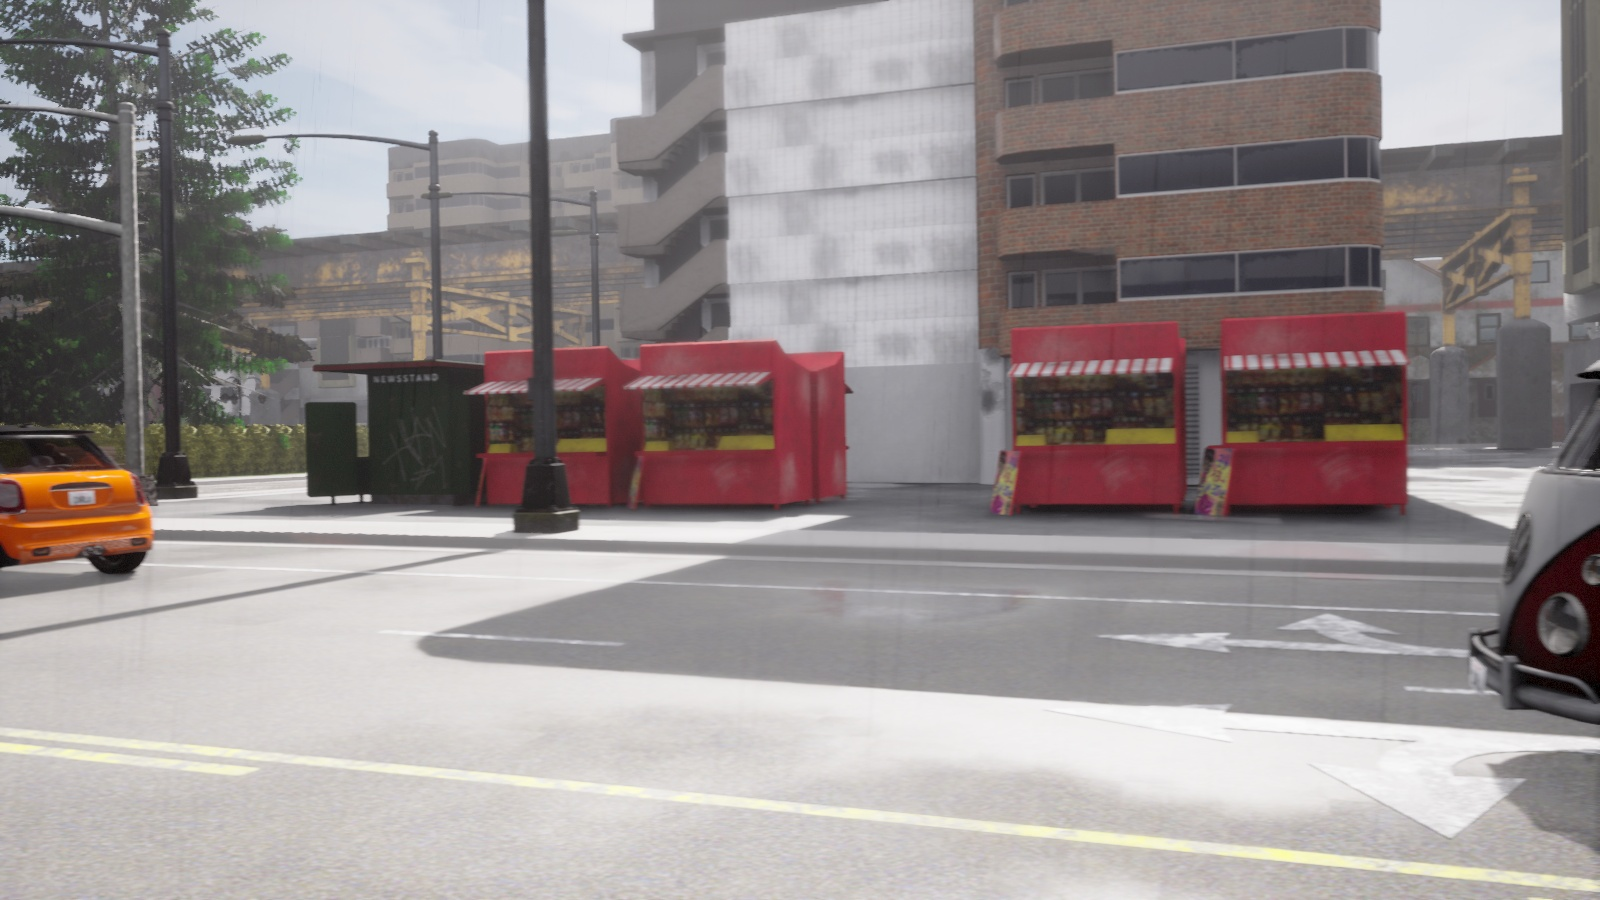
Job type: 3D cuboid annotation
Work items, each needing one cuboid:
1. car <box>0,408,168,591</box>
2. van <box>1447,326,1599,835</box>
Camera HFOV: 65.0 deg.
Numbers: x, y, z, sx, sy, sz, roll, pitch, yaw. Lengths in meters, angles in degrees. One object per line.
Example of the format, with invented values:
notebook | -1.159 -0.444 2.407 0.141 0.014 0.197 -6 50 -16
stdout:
car | -9.581 0.459 13.800 4.553 1.767 2.097 0 1 19
van | 5.265 0.517 5.111 4.442 1.987 1.775 1 1 19
